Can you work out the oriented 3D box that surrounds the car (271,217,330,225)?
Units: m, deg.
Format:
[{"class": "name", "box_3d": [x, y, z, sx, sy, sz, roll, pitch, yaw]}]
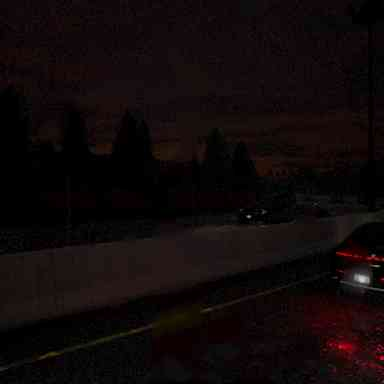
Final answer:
[{"class": "car", "box_3d": [6.168, 1.468, 19.019, 1.882, 1.535, 5.008, 0, 0, 44]}]

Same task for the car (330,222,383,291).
[{"class": "car", "box_3d": [5.250, 1.493, 8.279, 4.892, 1.490, 1.837, 0, 0, -41]}]
